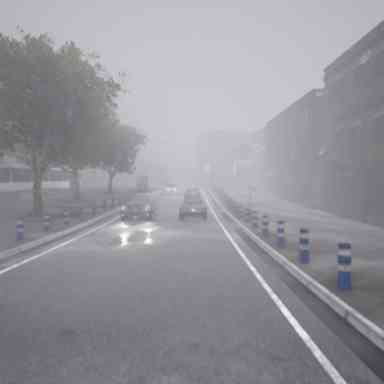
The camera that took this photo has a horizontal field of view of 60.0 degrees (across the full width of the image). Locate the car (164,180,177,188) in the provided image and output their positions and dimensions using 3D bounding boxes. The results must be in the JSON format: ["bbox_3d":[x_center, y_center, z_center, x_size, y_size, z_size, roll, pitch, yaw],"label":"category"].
[{"bbox_3d":[-4.228,-1.575,65.271,1.994,1.385,4.181,0,4,-14],"label":"car"}]

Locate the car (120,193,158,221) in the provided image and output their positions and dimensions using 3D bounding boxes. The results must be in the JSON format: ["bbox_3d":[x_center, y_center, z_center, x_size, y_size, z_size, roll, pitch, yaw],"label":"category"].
[{"bbox_3d":[-3.607,0.942,23.207,2.097,1.767,4.553,0,2,0],"label":"car"}]

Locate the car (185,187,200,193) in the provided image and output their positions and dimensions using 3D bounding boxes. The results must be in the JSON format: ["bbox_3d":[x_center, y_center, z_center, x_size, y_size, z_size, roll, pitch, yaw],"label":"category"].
[{"bbox_3d":[0.083,0.041,41.976,1.994,1.385,4.181,0,4,0],"label":"car"}]

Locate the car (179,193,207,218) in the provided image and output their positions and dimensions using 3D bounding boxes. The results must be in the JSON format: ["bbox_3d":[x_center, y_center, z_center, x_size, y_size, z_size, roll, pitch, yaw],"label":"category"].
[{"bbox_3d":[0.091,1.094,24.613,1.994,1.385,4.181,0,3,0],"label":"car"}]
